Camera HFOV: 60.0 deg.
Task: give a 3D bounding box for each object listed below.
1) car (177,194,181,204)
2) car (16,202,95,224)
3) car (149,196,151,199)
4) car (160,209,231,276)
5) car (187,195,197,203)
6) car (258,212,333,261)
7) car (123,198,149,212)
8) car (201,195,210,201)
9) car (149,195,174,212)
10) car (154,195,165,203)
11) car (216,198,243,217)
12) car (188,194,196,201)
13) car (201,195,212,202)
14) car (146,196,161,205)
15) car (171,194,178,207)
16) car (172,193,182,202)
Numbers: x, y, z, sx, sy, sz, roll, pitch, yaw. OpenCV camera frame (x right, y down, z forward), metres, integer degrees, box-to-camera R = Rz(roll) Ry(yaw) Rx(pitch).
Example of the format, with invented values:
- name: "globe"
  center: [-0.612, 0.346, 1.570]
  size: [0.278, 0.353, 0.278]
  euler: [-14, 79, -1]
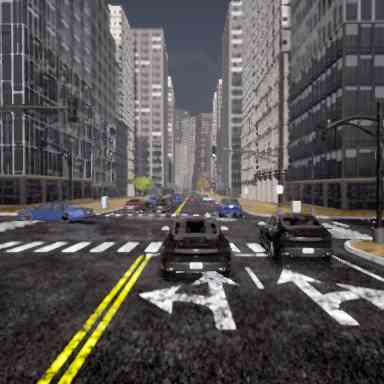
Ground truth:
- name: "car"
  center: [-3.277, 1.468, 56.843]
  size: [1.812, 1.442, 4.674]
  euler: [0, 0, 0]
- name: "car"
  center: [-9.711, 1.436, 23.782]
  size: [5.357, 1.411, 2.033]
  euler: [1, 1, 12]
- name: "car"
  center: [-6.581, 1.556, 47.550]
  size: [1.895, 1.301, 4.718]
  euler: [0, 0, 0]
- name: "car"
  center: [0.098, 1.497, 10.288]
  size: [1.837, 1.490, 4.892]
  euler: [0, 0, 0]
- name: "car"
  center: [-0.004, 1.448, 69.602]
  size: [1.812, 1.442, 4.674]
  euler: [0, 0, 0]
- name: "car"
  center: [3.626, 1.507, 12.246]
  size: [1.837, 1.490, 4.892]
  euler: [-1, -1, 4]
- name: "car"
  center: [-6.590, 1.492, 38.447]
  size: [1.812, 1.442, 4.674]
  euler: [0, 0, 2]
- name: "car"
  center: [3.245, 1.405, 80.248]
  size: [1.837, 1.490, 4.892]
  euler: [0, 0, 0]
- name: "car"
  center: [-3.342, 1.472, 37.683]
  size: [1.837, 1.490, 4.892]
  euler: [0, 0, 0]
- name: "car"
  center: [-6.504, 1.453, 67.326]
  size: [1.812, 1.442, 4.674]
  euler: [0, 0, 0]
- name: "car"
  center: [3.356, 1.309, 30.690]
  size: [2.097, 1.767, 4.553]
  euler: [0, -1, 0]
- name: "car"
  center: [-0.004, 1.384, 79.596]
  size: [1.882, 1.535, 5.008]
  euler: [0, 0, 0]
- name: "car"
  center: [3.246, 1.517, 70.314]
  size: [1.895, 1.301, 4.718]
  euler: [0, 0, 0]
- name: "car"
  center: [-6.522, 1.420, 57.056]
  size: [1.882, 1.535, 5.008]
  euler: [0, 0, 0]
- name: "car"
  center: [-3.336, 1.461, 47.022]
  size: [1.837, 1.490, 4.892]
  euler: [0, 0, 0]
- name: "car"
  center: [-3.254, 1.148, 67.295]
  size: [2.150, 2.045, 5.566]
  euler: [0, 0, 0]
